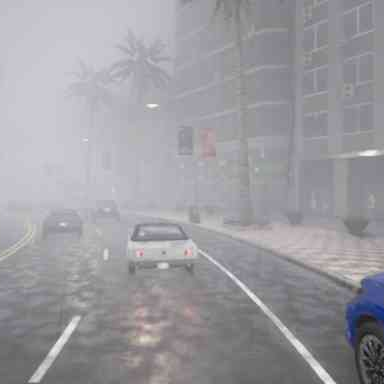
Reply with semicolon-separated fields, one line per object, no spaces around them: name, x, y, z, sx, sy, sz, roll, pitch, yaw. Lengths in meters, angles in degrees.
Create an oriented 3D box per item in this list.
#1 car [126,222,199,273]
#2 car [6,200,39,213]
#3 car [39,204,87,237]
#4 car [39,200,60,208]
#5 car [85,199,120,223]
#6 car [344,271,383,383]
car;-1.153;1.613;10.762;1.895;1.301;4.718;0;0;-11
car;-18.805;1.531;36.276;2.033;1.411;5.357;0;0;-40
car;-7.088;1.565;18.322;1.994;1.385;4.181;0;0;-21
car;-17.016;1.596;39.567;1.895;1.301;4.718;0;0;-40
car;-7.246;1.364;26.250;2.097;1.767;4.553;0;0;-29
car;2.965;1.233;1.686;2.150;2.045;5.566;0;0;-1
